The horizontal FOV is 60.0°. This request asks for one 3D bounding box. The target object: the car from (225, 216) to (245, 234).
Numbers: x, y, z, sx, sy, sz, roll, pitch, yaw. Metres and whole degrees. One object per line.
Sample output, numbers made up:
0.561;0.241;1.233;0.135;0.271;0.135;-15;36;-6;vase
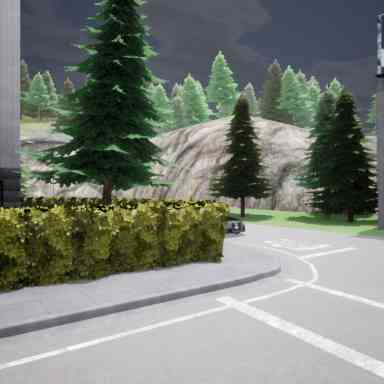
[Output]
1.079;1.740;19.501;1.994;1.385;4.181;0;0;-42;car
